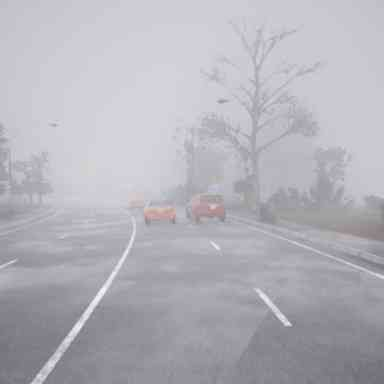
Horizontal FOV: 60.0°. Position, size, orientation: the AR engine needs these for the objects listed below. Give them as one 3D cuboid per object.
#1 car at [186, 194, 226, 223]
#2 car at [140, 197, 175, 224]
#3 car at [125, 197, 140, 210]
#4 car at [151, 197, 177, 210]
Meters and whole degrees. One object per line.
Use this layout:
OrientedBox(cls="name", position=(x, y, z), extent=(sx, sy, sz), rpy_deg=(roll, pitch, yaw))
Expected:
OrientedBox(cls="car", position=(0.952, 1.143, 25.275), extent=(2.150, 2.045, 5.566), rpy_deg=(0, 0, -11))
OrientedBox(cls="car", position=(-2.523, 1.299, 24.621), extent=(2.097, 1.767, 4.553), rpy_deg=(0, 0, -11))
OrientedBox(cls="car", position=(-7.351, 1.405, 42.645), extent=(1.882, 1.535, 5.008), rpy_deg=(0, 0, -19))
OrientedBox(cls="car", position=(-3.654, 1.385, 42.601), extent=(2.128, 1.511, 4.902), rpy_deg=(-1, 0, -18))
